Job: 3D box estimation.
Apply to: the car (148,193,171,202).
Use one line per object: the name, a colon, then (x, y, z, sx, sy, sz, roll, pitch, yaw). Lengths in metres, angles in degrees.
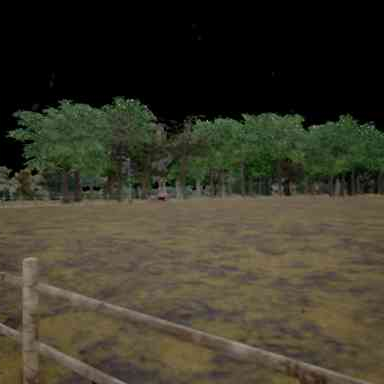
car: (-6.409, 0.945, 64.419, 4.553, 1.767, 2.097, -1, -1, -37)
